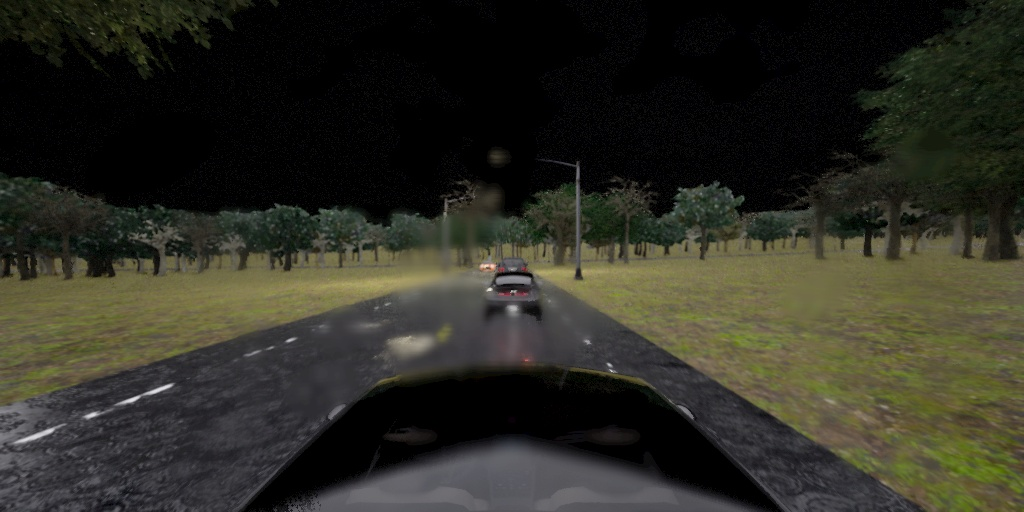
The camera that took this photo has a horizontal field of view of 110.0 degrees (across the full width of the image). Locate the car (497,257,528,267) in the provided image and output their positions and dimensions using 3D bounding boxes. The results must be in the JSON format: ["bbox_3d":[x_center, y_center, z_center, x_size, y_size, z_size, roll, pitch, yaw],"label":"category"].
[{"bbox_3d":[0.067,1.108,27.407,2.150,2.045,5.566,0,0,0],"label":"car"}]

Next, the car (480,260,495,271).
[{"bbox_3d":[-3.568,1.445,52.871,2.097,1.767,4.553,0,0,0],"label":"car"}]

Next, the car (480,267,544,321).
[{"bbox_3d":[0.069,1.275,12.500,1.837,1.490,4.892,0,0,0],"label":"car"}]
